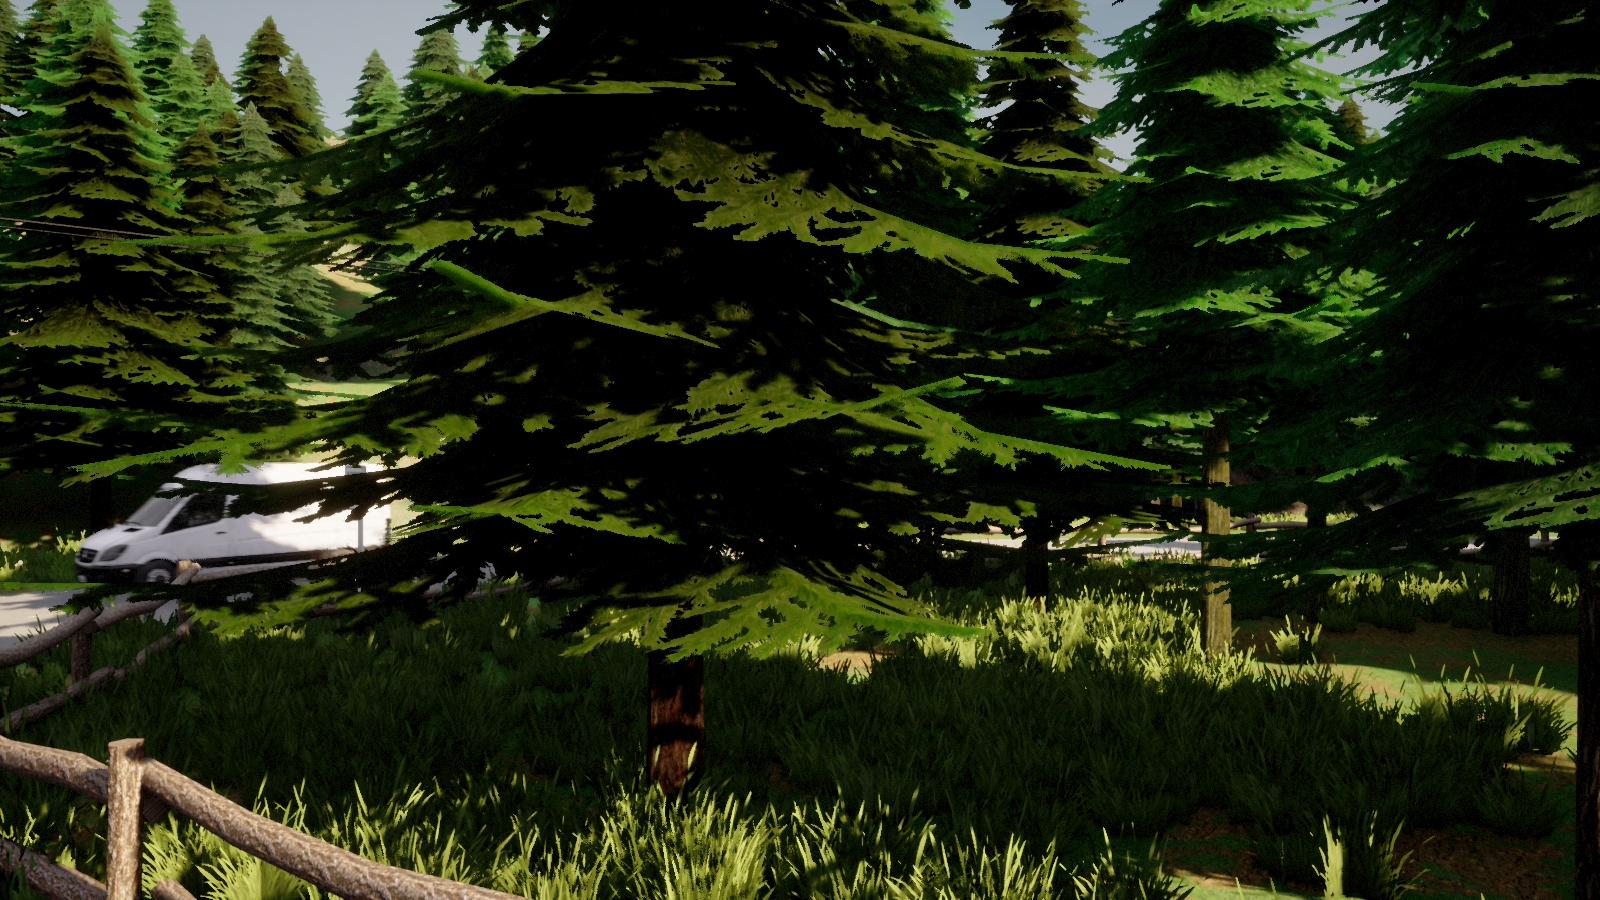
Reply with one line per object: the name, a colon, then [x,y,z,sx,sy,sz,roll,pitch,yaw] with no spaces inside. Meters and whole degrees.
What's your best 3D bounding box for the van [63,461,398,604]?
van: [-11.584,1.534,23.714,1.988,2.561,5.915,0,0,41]
